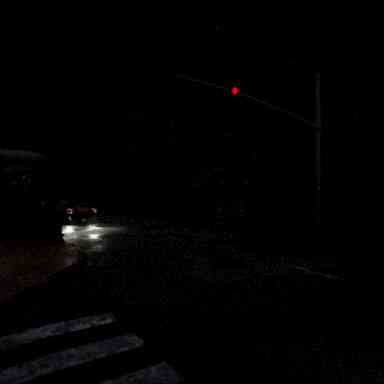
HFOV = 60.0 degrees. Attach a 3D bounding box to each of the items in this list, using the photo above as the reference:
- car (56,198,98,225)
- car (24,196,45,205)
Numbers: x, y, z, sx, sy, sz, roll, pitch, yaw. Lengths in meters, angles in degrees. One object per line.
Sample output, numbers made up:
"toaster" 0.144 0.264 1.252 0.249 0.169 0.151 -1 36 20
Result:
"car" -8.195 1.239 23.427 2.097 1.767 4.553 0 0 -32
"car" -19.909 1.274 41.986 2.097 1.767 4.553 0 0 -32
